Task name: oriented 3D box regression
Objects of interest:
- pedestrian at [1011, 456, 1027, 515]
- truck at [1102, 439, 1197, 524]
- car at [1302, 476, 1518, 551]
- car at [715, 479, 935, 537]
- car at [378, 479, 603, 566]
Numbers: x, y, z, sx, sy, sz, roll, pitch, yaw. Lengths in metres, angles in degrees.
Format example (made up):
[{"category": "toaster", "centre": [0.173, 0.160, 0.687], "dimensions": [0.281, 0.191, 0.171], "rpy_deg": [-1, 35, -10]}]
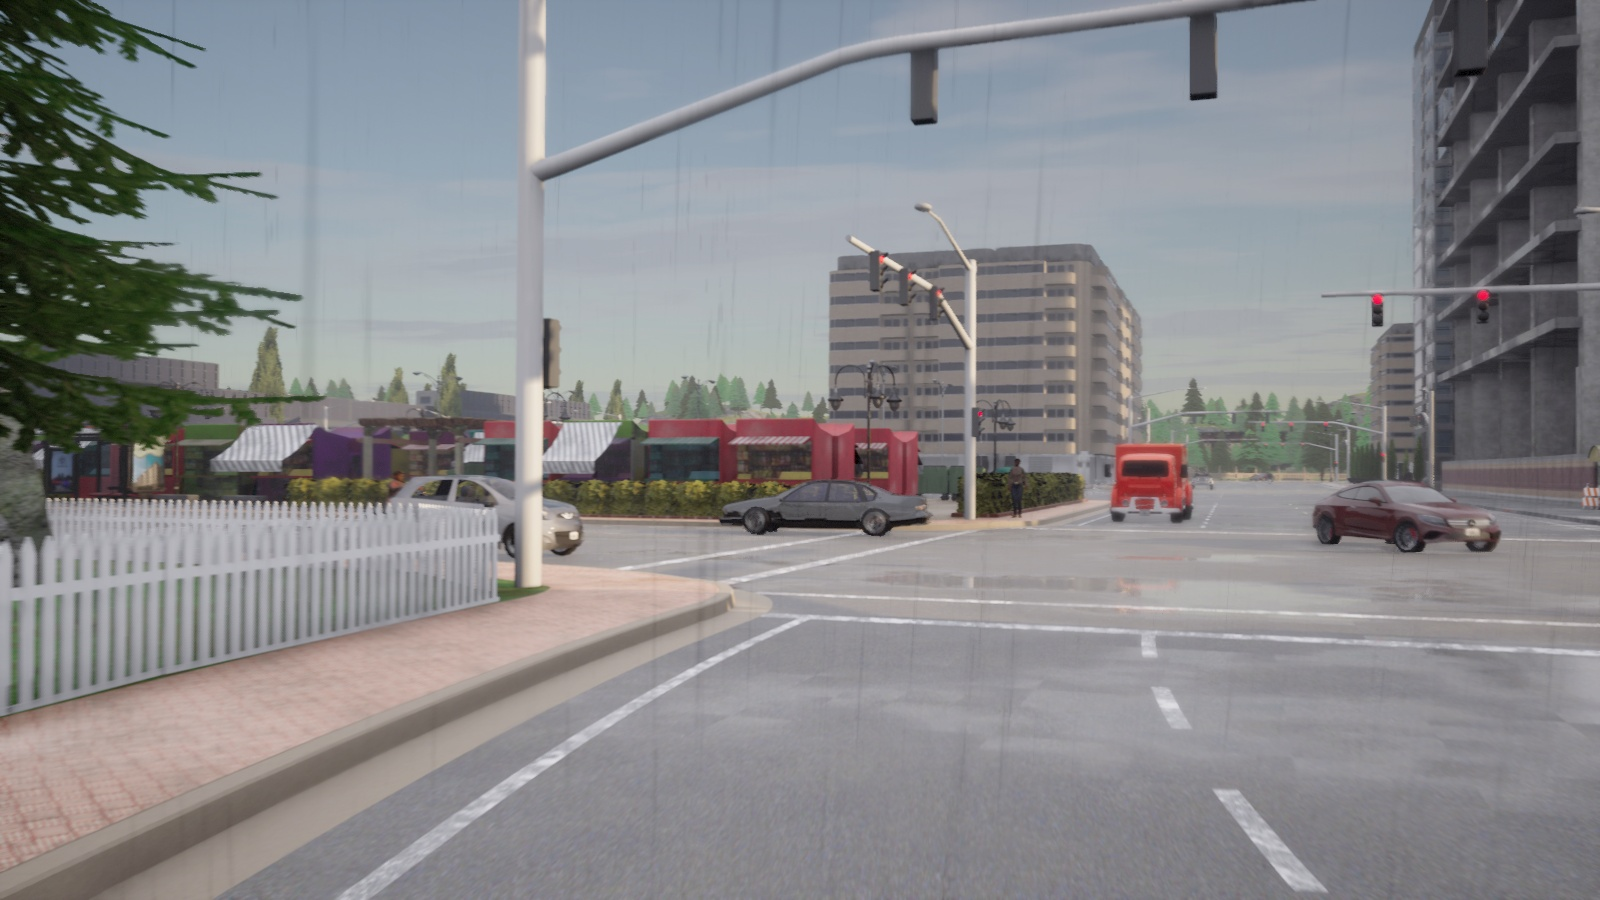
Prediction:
[{"category": "pedestrian", "centre": [6.744, 1.095, 38.653], "dimensions": [0.328, 1.805, 0.869], "rpy_deg": [-1, -1, 22]}, {"category": "truck", "centre": [11.486, 0.943, 40.999], "dimensions": [2.627, 2.467, 5.204], "rpy_deg": [-1, 1, 19]}, {"category": "car", "centre": [12.997, 1.299, 27.139], "dimensions": [1.812, 1.442, 4.674], "rpy_deg": [0, -1, -10]}, {"category": "car", "centre": [0.680, 1.454, 32.135], "dimensions": [5.357, 1.411, 2.033], "rpy_deg": [0, -1, 10]}, {"category": "car", "centre": [-5.725, 1.293, 23.297], "dimensions": [3.633, 1.501, 1.845], "rpy_deg": [-1, -1, 20]}]
